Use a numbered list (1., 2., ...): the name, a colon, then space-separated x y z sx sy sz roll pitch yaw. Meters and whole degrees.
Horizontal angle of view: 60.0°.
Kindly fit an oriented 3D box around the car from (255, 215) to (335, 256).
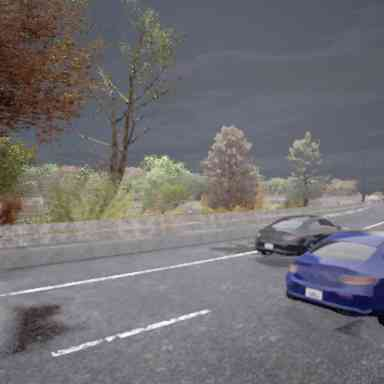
1. car: 4.175 1.543 11.967 4.674 1.442 1.812 0 0 -40

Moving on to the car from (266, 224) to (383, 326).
1. car: 3.844 1.532 6.968 4.674 1.442 1.812 0 0 -38

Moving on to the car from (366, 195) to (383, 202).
1. car: 38.006 1.395 69.982 1.812 1.442 4.674 0 0 9
